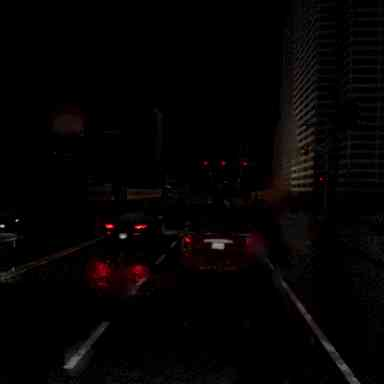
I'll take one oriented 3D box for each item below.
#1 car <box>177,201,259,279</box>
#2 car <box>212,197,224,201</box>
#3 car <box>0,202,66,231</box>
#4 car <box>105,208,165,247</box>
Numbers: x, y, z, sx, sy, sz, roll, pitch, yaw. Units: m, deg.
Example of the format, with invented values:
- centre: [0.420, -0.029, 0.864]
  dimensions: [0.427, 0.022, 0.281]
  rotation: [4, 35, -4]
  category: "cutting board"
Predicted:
- centre: [0.811, 1.344, 10.316]
  dimensions: [2.097, 1.767, 4.553]
  rotation: [1, 0, 4]
  category: "car"
- centre: [4.353, 1.557, 55.600]
  dimensions: [1.895, 1.301, 4.718]
  rotation: [1, 0, 4]
  category: "car"
- centre: [-9.143, 1.300, 19.055]
  dimensions: [2.033, 1.411, 5.357]
  rotation: [1, 0, 4]
  category: "car"
- centre: [-2.374, 1.435, 14.531]
  dimensions: [1.812, 1.442, 4.674]
  rotation: [1, 0, 4]
  category: "car"
